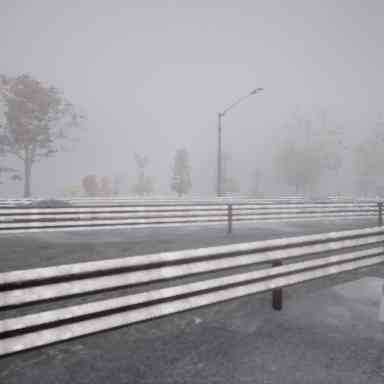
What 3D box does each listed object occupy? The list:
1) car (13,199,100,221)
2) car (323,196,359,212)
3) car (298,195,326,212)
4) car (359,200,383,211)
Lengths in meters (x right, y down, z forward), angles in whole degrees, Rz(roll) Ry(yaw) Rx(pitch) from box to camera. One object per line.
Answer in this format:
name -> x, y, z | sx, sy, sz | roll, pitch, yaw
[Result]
car -> -8.108, 1.184, 20.129 | 4.892, 1.490, 1.837 | 0, 0, -25
car -> 14.449, 1.305, 30.029 | 4.181, 1.385, 1.994 | 0, 0, -23
car -> 12.771, 1.094, 33.133 | 4.553, 1.767, 2.097 | 0, 0, -23
car -> 16.082, 1.304, 26.920 | 4.181, 1.385, 1.994 | 0, 0, -23
